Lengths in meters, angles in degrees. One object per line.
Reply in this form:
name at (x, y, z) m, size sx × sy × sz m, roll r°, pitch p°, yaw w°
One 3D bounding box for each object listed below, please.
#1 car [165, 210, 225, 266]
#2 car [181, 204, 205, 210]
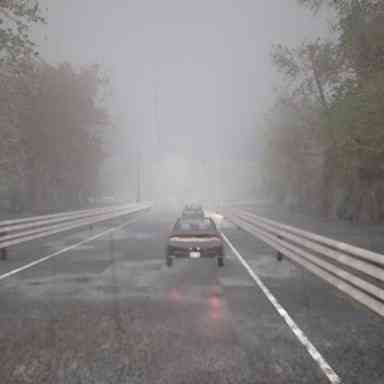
car at (0.090, 1.626, 12.046) m, size 2.128 × 1.511 × 4.902 m, roll 0°, pitch -1°, yaw 0°
car at (0.084, 1.811, 29.066) m, size 2.128 × 1.511 × 4.902 m, roll 0°, pitch 0°, yaw 0°
